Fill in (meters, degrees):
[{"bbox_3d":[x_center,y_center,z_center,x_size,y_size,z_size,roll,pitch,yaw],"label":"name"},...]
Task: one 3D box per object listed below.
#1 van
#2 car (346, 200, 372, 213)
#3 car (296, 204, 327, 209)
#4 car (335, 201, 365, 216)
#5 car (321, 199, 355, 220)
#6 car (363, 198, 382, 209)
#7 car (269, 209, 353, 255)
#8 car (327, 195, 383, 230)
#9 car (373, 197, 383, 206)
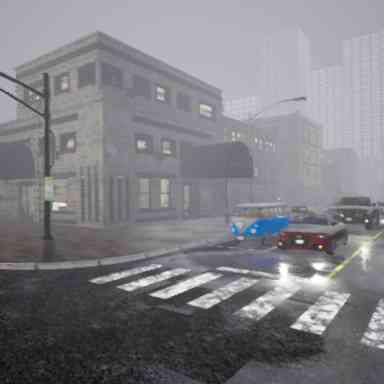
[{"bbox_3d":[3.229,1.396,15.562,1.690,1.788,3.998,-1,-1,35],"label":"van"},{"bbox_3d":[19.208,1.601,38.091,2.008,1.369,4.403,-1,-1,35],"label":"car"},{"bbox_3d":[6.425,1.492,20.067,1.967,1.590,4.097,-1,-1,35],"label":"car"},{"bbox_3d":[16.012,1.600,33.585,2.008,1.369,4.403,-1,-1,35],"label":"car"},{"bbox_3d":[12.816,1.489,29.080,1.967,1.590,4.097,-1,-1,35],"label":"car"},{"bbox_3d":[25.499,1.580,46.965,1.752,1.417,4.829,-1,-1,35],"label":"car"},{"bbox_3d":[4.983,1.593,13.557,1.994,1.385,4.181,-1,0,35],"label":"car"},{"bbox_3d":[10.752,1.248,21.689,2.150,2.045,5.566,-1,-1,35],"label":"car"},{"bbox_3d":[31.989,1.611,56.116,2.008,1.369,4.403,-1,-1,35],"label":"car"}]
